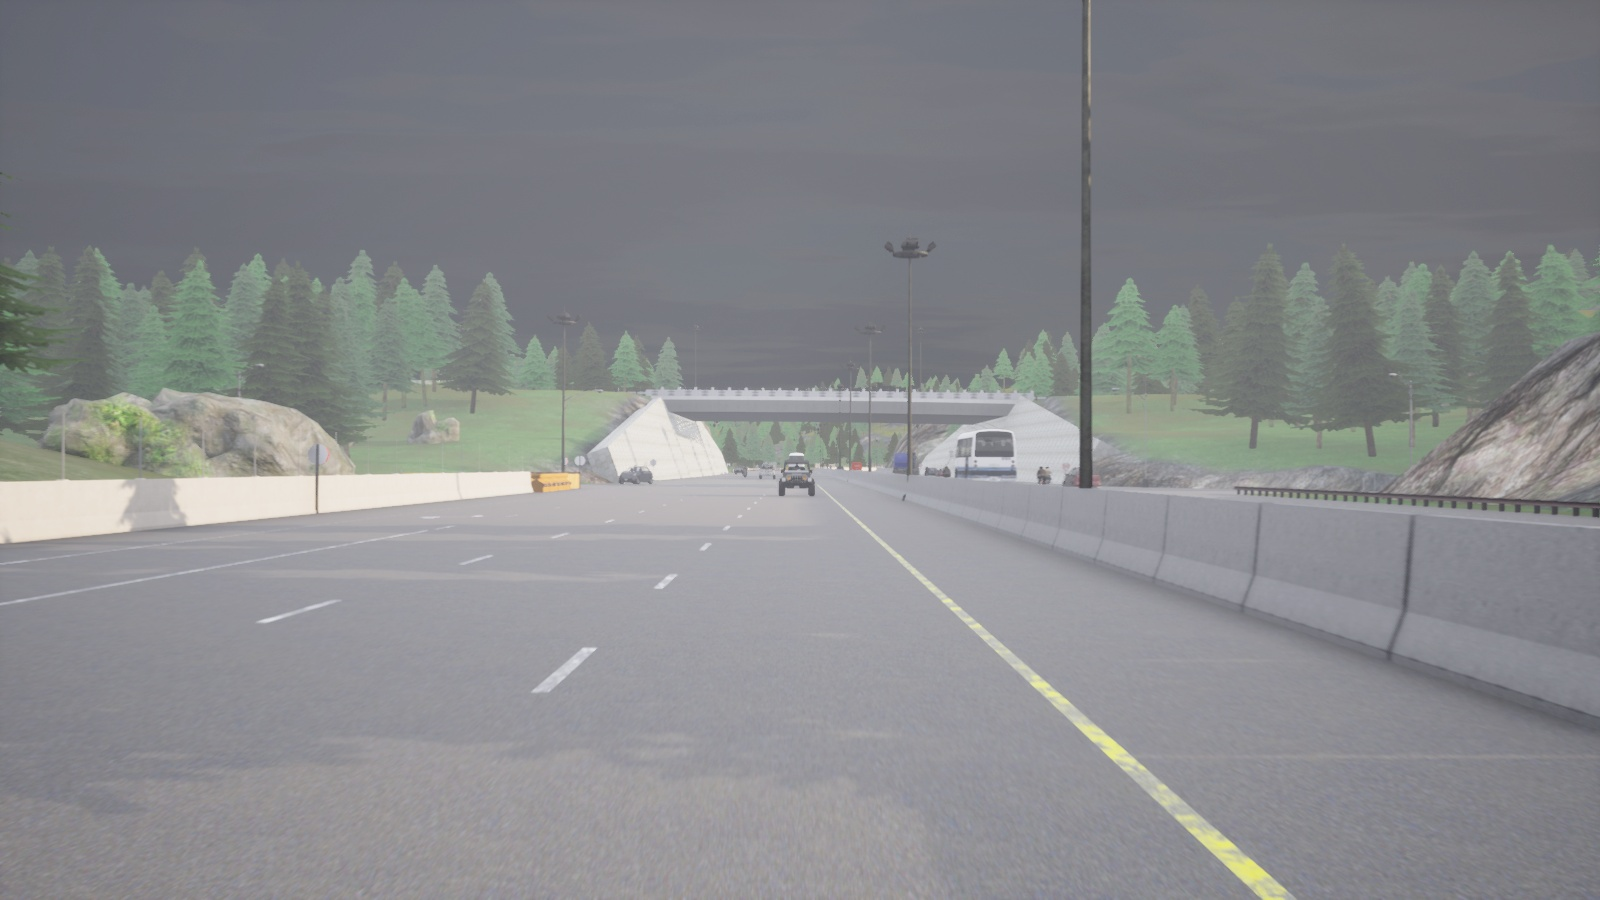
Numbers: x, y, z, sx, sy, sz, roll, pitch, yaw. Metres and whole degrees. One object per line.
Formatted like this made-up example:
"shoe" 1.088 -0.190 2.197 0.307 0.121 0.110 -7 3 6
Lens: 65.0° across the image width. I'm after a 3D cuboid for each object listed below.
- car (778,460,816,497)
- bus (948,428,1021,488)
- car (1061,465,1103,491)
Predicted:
"car" -0.156 1.458 65.601 1.905 1.878 3.866 0 -1 0
"bus" 13.771 0.608 94.632 3.944 4.253 10.273 0 -1 0
"car" 17.317 1.723 77.265 1.789 1.549 3.705 0 -1 0
